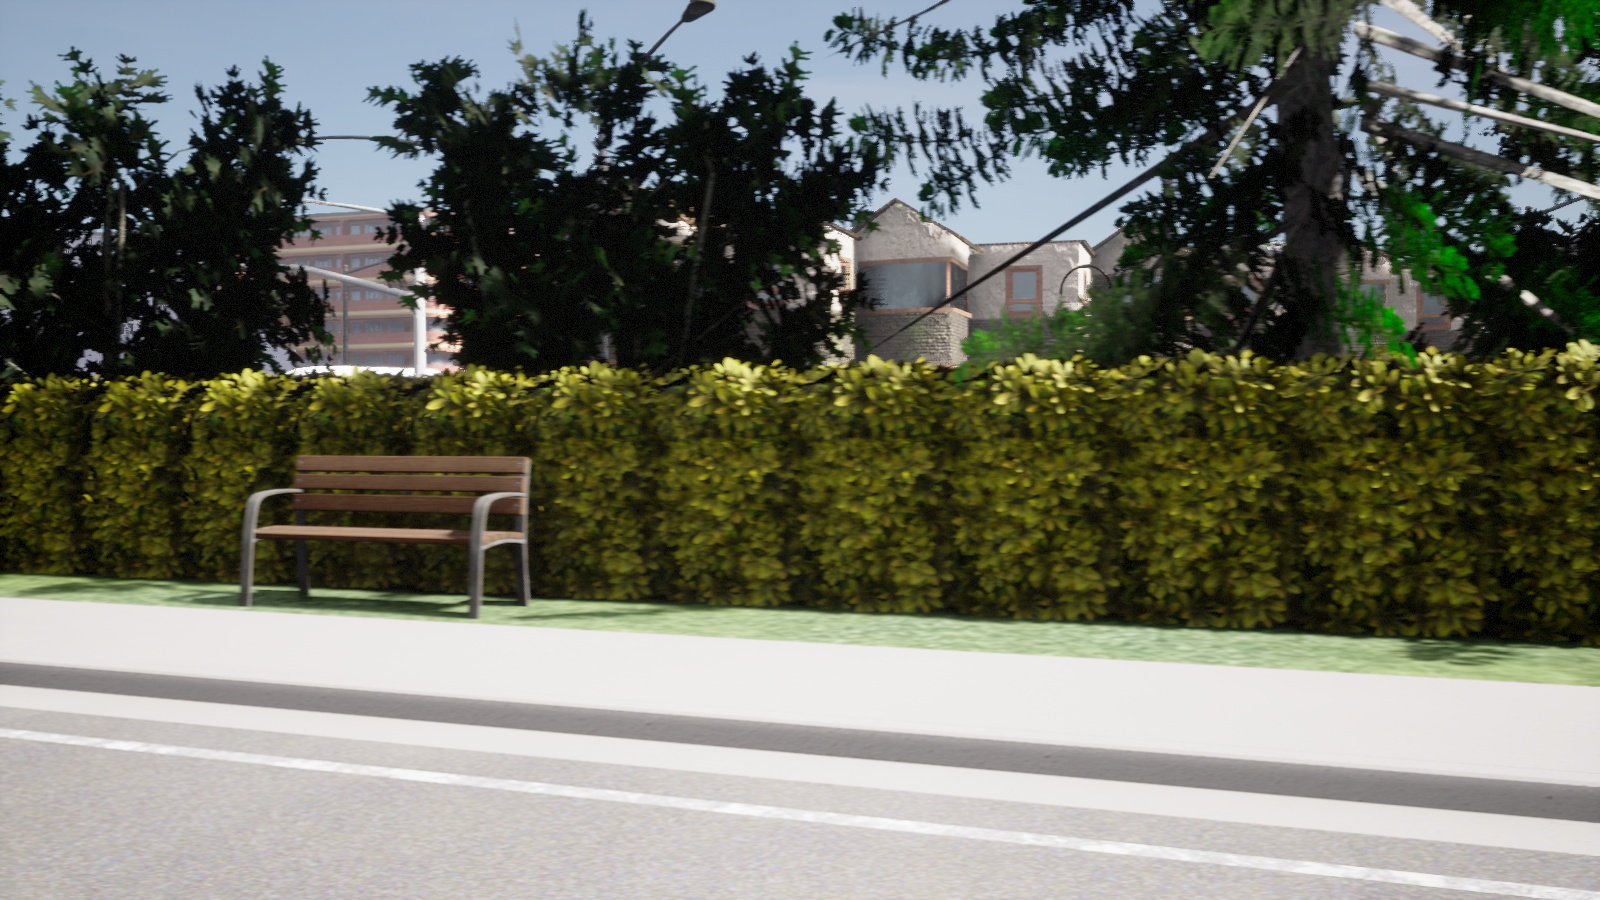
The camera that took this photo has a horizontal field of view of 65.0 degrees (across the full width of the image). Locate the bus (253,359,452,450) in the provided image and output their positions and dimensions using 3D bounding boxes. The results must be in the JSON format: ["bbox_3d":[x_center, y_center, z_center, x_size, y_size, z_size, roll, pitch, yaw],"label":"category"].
[{"bbox_3d":[-22.616,-2.346,64.390,3.944,4.253,10.273,1,3,19],"label":"bus"}]
